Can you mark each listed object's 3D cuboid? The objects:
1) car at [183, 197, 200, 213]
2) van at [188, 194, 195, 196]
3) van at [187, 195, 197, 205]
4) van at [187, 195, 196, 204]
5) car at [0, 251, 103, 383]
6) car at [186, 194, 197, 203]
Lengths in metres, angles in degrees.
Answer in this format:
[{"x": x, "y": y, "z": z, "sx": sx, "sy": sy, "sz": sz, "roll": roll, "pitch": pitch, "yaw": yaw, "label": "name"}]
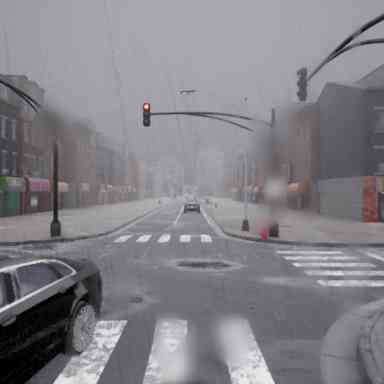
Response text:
[{"x": 0.003, "y": 1.601, "z": 36.694, "sx": 1.947, "sy": 1.339, "sz": 4.313, "roll": 0, "pitch": 0, "yaw": 0, "label": "car"}, {"x": -0.050, "y": 1.396, "z": 53.511, "sx": 1.690, "sy": 1.788, "sz": 3.998, "roll": 0, "pitch": 0, "yaw": 0, "label": "van"}, {"x": -0.067, "y": 1.405, "z": 59.117, "sx": 1.690, "sy": 1.788, "sz": 3.998, "roll": 0, "pitch": 0, "yaw": 0, "label": "van"}, {"x": -0.085, "y": 1.414, "z": 64.722, "sx": 1.690, "sy": 1.788, "sz": 3.998, "roll": 0, "pitch": 0, "yaw": 0, "label": "van"}, {"x": -2.646, "y": 1.495, "z": 3.452, "sx": 2.128, "sy": 1.511, "sz": 4.902, "roll": 0, "pitch": 0, "yaw": 10, "label": "car"}, {"x": -0.102, "y": 1.399, "z": 70.327, "sx": 2.192, "sy": 1.841, "sz": 5.009, "roll": 0, "pitch": 0, "yaw": 0, "label": "car"}]
